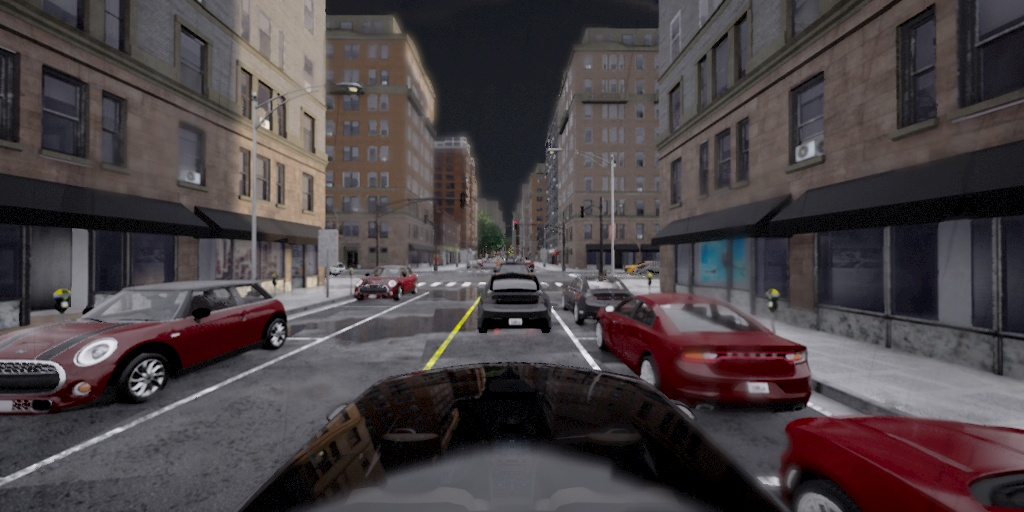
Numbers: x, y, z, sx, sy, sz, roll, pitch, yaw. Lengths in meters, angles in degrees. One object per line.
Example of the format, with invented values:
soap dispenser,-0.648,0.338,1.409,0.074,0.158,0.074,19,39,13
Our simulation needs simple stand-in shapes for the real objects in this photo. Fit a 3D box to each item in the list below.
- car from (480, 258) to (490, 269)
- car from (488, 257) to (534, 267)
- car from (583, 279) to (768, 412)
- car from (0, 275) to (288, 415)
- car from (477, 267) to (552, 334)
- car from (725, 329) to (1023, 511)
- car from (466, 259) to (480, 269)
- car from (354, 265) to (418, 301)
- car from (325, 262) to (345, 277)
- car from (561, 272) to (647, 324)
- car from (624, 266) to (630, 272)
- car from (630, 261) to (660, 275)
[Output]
car,-3.247,1.343,52.313,1.895,1.301,4.718,0,0,0
car,0.078,1.092,18.438,2.097,1.767,4.553,0,0,0
car,2.665,1.292,6.116,1.888,1.381,4.507,0,0,0
car,-5.861,1.186,6.099,1.967,1.591,4.097,0,0,0
car,0.041,1.249,10.562,1.837,1.490,4.892,0,0,-1
car,2.672,1.296,0.624,1.888,1.381,4.507,0,0,0
car,-6.048,1.295,55.446,2.007,1.370,4.403,0,0,-1
car,-5.873,1.180,17.086,1.967,1.591,4.097,0,0,0
car,-18.443,0.862,33.074,5.566,2.045,2.150,1,0,-1
car,2.659,1.294,11.607,2.007,1.370,4.403,0,0,0
car,15.120,1.316,40.006,5.008,1.535,1.882,0,0,0
car,15.115,1.305,36.750,4.902,1.511,2.128,0,0,0
